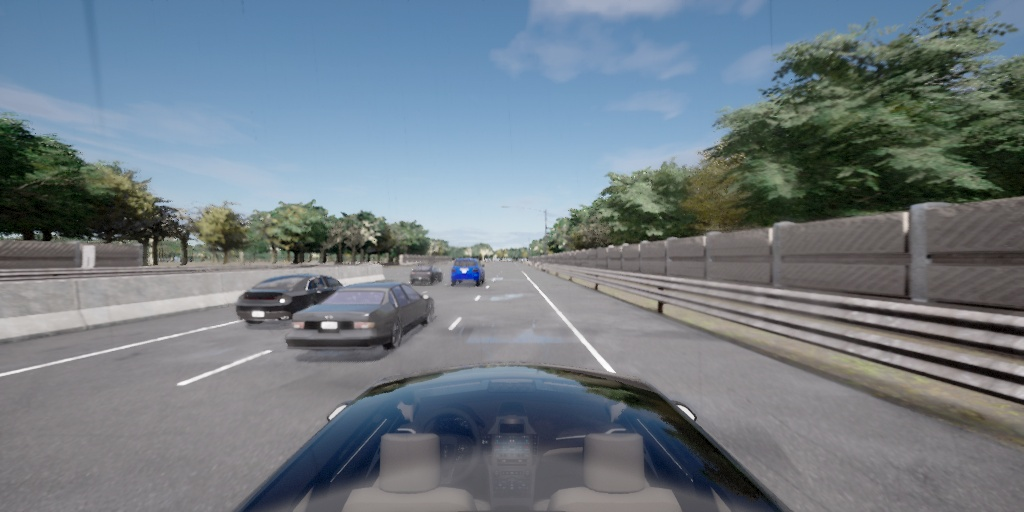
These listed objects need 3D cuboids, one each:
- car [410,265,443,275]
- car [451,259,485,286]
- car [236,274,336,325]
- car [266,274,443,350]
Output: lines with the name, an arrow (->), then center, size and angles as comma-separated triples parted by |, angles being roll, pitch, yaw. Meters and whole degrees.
car -> -6.904, 1.511, 29.310 | 2.128, 1.511, 4.902 | 0, -1, 0
car -> -3.404, 1.230, 28.261 | 2.150, 2.045, 5.566 | 0, -1, 0
car -> -6.907, 1.357, 12.181 | 1.837, 1.490, 4.892 | 0, 0, 0
car -> -3.406, 1.370, 9.224 | 2.033, 1.411, 5.357 | 0, -1, 0
